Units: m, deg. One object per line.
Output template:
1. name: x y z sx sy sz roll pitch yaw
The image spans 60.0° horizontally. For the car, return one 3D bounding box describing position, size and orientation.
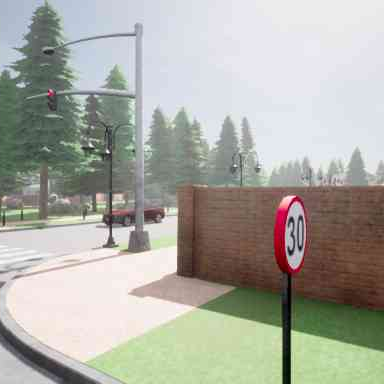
1. car: -3.956 1.464 23.097 1.882 1.535 5.008 0 0 34
